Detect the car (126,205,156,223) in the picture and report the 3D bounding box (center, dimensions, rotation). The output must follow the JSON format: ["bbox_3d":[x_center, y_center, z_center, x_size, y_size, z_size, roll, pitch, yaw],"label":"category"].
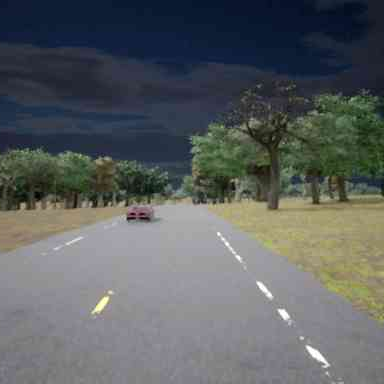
[{"bbox_3d":[-4.066,1.703,26.800,1.895,1.301,4.718,0,-1,-1],"label":"car"}]
